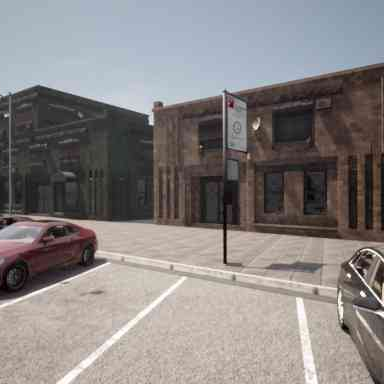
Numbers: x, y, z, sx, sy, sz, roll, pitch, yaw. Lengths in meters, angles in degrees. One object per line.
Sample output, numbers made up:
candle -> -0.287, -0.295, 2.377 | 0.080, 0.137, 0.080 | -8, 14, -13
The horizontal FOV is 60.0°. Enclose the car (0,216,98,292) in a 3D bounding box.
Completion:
car -> -4.356, 1.527, 9.176 | 2.002, 1.452, 4.674 | 1, -1, 15

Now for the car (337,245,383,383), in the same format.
car -> 2.984, 1.487, 3.967 | 2.231, 1.521, 4.892 | 1, -1, 15

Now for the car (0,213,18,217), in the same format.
car -> -6.809, 1.518, 10.888 | 2.163, 1.488, 4.792 | 1, -1, 16
